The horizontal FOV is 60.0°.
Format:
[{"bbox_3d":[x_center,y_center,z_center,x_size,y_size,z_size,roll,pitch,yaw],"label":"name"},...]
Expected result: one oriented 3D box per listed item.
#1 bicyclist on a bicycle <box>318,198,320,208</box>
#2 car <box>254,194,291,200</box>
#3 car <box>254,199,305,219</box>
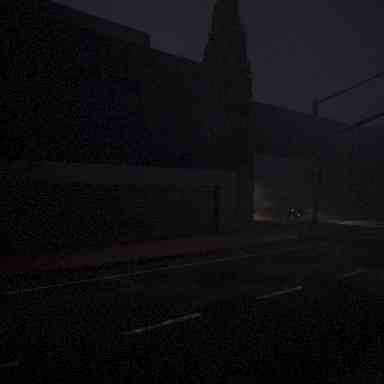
[{"bbox_3d":[16.238,1.303,43.289,1.656,1.620,0.582,0,0,-37],"label":"bicyclist on a bicycle"},{"bbox_3d":[8.713,1.221,34.182,2.150,2.045,5.566,0,0,-36],"label":"car"},{"bbox_3d":[7.651,1.601,29.751,1.895,1.301,4.718,0,0,-37],"label":"car"}]
